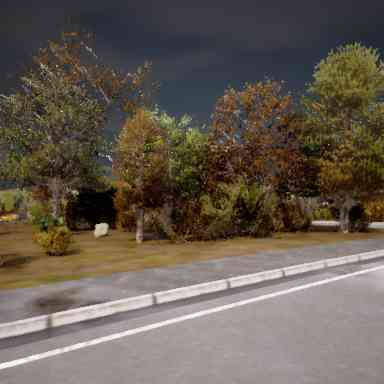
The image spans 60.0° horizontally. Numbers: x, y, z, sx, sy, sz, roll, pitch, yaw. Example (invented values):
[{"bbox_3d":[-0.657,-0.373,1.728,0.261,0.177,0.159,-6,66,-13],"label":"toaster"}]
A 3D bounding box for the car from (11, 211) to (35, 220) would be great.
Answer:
[{"bbox_3d":[-43.283,6.047,85.108,5.566,2.045,2.150,-2,-3,15],"label":"car"}]

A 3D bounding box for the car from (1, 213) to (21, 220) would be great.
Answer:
[{"bbox_3d":[-44.644,6.186,81.849,5.008,1.535,1.882,-2,-3,15],"label":"car"}]
